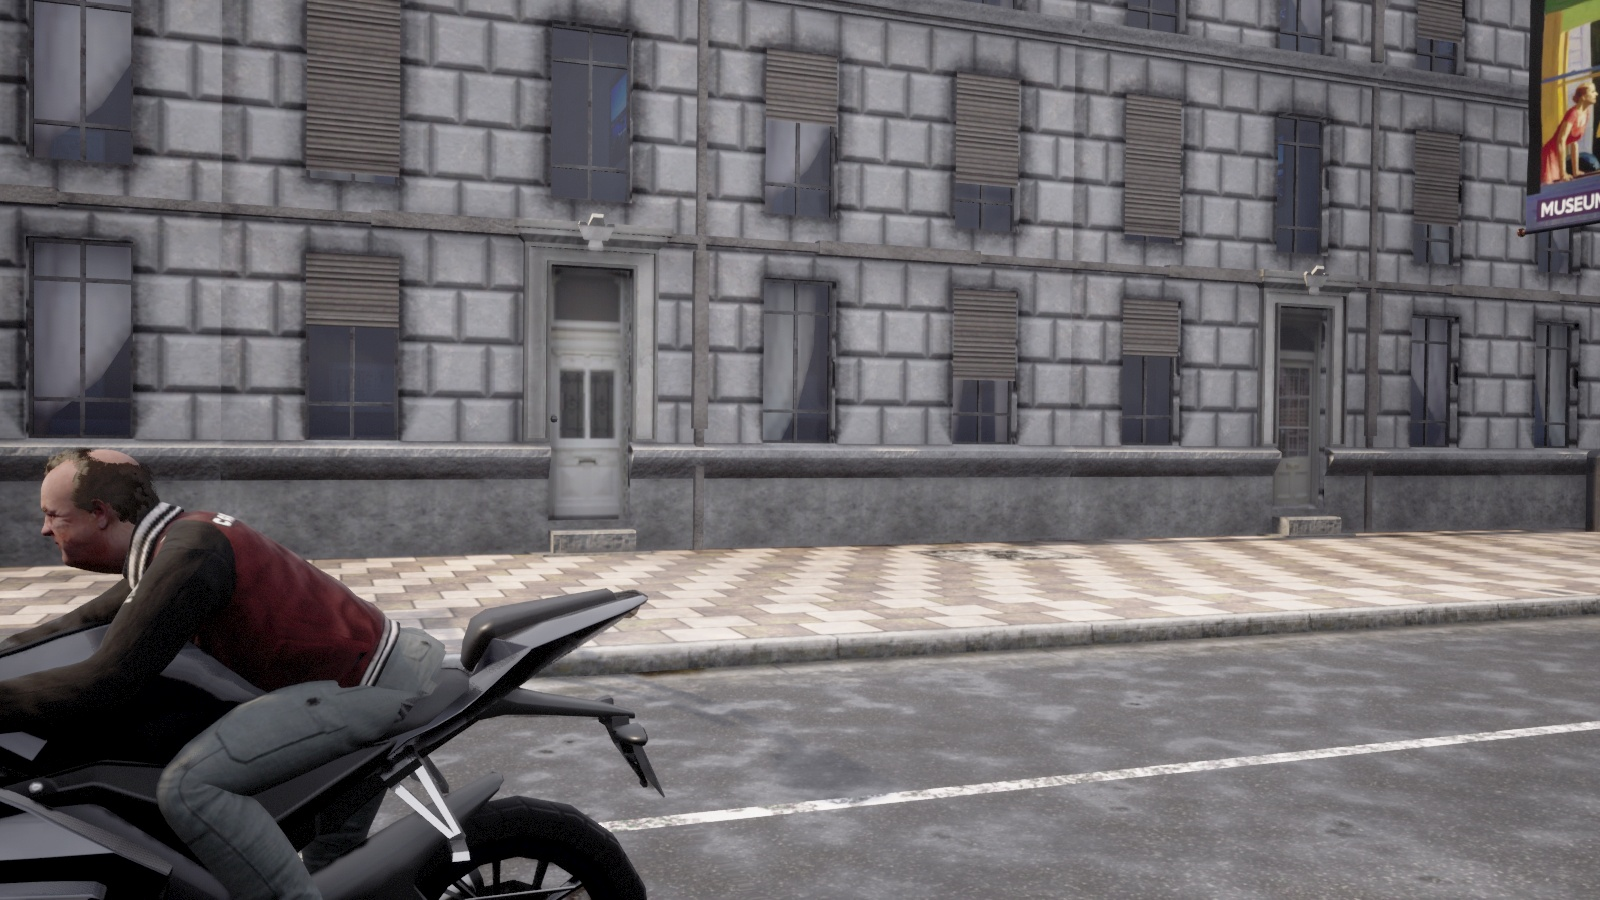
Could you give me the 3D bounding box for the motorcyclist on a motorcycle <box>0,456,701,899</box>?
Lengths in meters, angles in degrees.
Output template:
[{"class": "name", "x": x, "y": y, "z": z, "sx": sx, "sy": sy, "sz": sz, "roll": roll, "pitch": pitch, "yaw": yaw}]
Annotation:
[{"class": "motorcyclist on a motorcycle", "x": -1.392, "y": 0.804, "z": 2.711, "sx": 2.191, "sy": 1.530, "sz": 0.866, "roll": -1, "pitch": 1, "yaw": -21}]
